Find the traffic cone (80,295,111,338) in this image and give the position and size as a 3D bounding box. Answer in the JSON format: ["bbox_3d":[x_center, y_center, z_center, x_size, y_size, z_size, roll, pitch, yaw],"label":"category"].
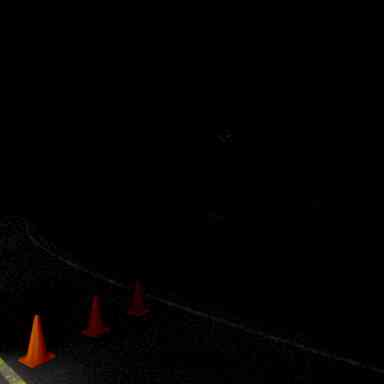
[{"bbox_3d":[-1.534,1.931,5.289,0.340,0.580,0.340,1,1,33],"label":"traffic cone"}]

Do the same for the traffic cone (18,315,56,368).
[{"bbox_3d":[-2.071,1.939,4.450,0.340,0.580,0.340,1,1,33],"label":"traffic cone"}]

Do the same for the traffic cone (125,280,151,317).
[{"bbox_3d":[-0.997,1.923,6.128,0.340,0.580,0.340,1,1,33],"label":"traffic cone"}]
